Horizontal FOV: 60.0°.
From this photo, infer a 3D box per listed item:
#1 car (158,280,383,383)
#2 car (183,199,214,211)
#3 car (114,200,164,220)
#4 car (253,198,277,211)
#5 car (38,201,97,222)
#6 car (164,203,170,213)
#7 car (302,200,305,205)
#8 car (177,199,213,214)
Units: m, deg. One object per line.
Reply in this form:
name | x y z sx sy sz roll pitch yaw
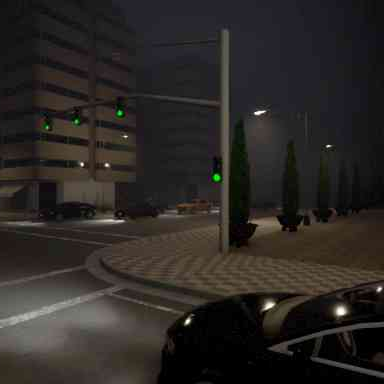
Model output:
car | 1.895 1.492 2.622 4.902 1.511 2.128 0 0 36
car | 0.916 1.619 43.131 1.994 1.385 4.181 0 0 36
car | -4.784 1.619 29.030 1.994 1.385 4.181 0 0 35
car | 9.367 1.547 42.642 2.128 1.511 4.902 0 0 35
car | -10.160 1.560 27.487 1.837 1.490 4.892 0 0 35
car | -4.538 1.602 35.443 2.033 1.411 5.357 0 0 35
car | 16.004 1.406 52.032 2.097 1.767 4.553 0 0 35
car | 0.368 1.533 36.316 1.882 1.535 5.008 0 0 35
